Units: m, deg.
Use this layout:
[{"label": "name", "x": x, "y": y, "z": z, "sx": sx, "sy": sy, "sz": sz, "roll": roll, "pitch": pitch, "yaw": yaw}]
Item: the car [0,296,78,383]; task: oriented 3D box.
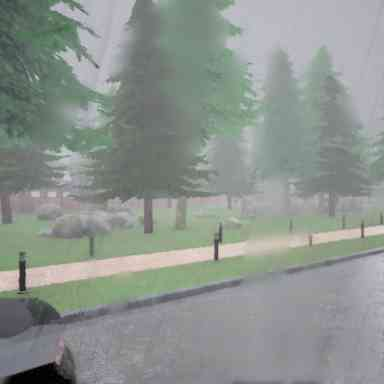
[{"label": "car", "x": -3.169, "y": 1.488, "z": 1.779, "sx": 4.902, "sy": 1.511, "sz": 2.128, "roll": 0, "pitch": 0, "yaw": -39}]
